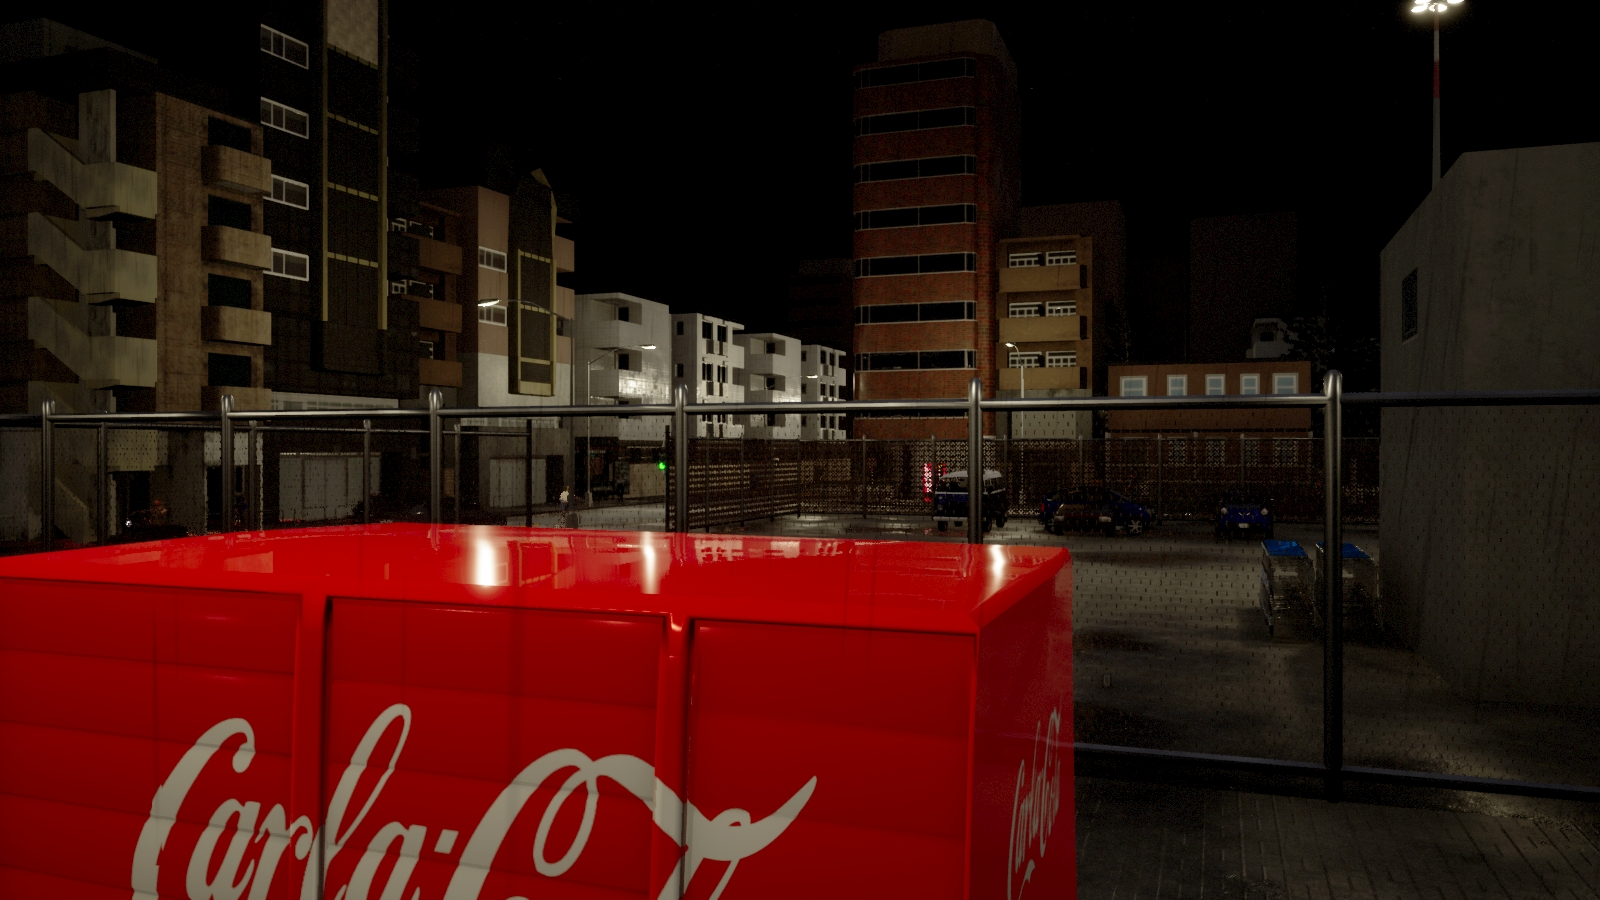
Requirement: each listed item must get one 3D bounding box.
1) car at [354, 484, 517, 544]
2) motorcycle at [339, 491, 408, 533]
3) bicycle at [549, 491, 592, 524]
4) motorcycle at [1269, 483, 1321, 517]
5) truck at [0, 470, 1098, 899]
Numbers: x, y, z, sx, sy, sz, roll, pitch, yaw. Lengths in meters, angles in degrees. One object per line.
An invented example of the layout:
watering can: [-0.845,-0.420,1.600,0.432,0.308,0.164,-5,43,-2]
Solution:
car: [-10.762,1.851,34.161,2.163,1.488,4.792,0,0,20]
motorcycle: [-13.858,1.995,37.187,0.867,1.251,2.209,0,0,20]
bicycle: [-8.212,2.044,40.956,0.859,1.080,1.487,0,0,20]
motorcycle: [19.478,1.962,45.003,1.805,1.236,0.856,0,0,20]
truck: [-1.648,1.349,4.450,5.204,2.467,2.627,0,0,20]
